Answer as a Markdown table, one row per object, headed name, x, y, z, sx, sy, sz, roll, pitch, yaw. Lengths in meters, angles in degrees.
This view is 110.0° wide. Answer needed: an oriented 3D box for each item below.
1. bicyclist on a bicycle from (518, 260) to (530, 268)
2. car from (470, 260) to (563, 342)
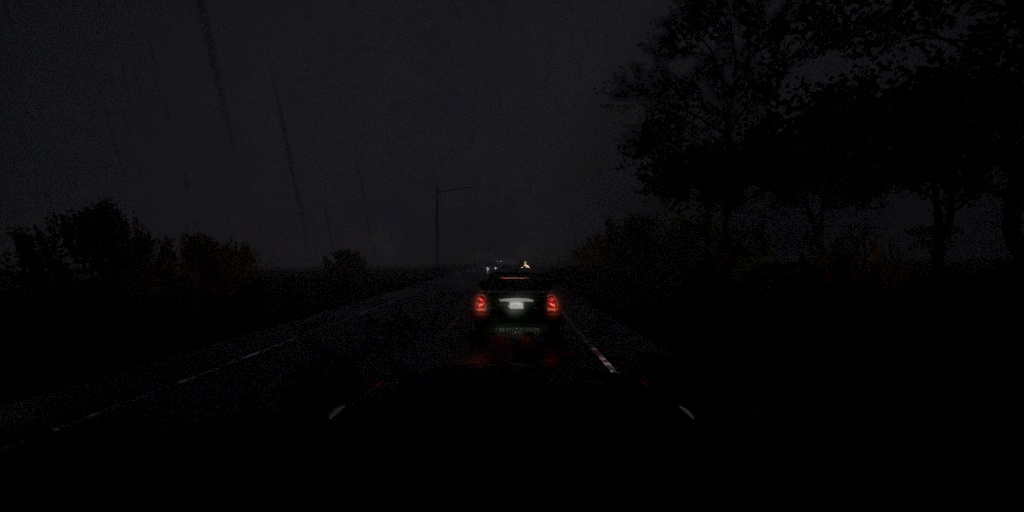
| name | x | y | z | sx | sy | sz | roll | pitch | yaw |
| --- | --- | --- | --- | --- | --- | --- | --- | --- | --- |
| bicyclist on a bicycle | 0.957 | 1.177 | 25.736 | 0.866 | 1.612 | 1.509 | 0 | 0 | 1 |
| car | 0.107 | 1.099 | 9.913 | 2.097 | 1.767 | 4.553 | 0 | 0 | 0 |
